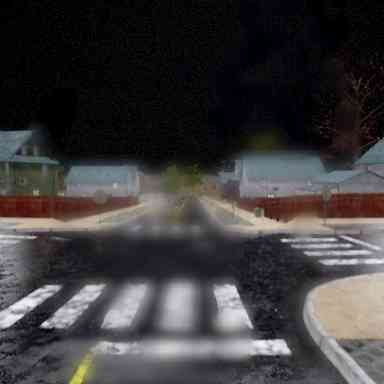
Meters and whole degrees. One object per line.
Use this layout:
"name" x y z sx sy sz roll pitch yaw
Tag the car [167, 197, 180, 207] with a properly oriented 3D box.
"car" -2.750 1.528 50.546 2.128 1.511 4.902 0 0 0
